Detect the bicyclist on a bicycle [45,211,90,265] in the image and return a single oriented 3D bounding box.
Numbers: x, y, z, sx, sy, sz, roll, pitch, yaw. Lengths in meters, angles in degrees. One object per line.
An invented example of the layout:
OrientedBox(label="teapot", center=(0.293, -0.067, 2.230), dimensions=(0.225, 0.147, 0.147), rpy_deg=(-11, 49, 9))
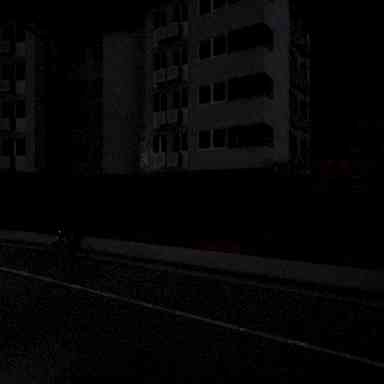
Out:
OrientedBox(label="bicyclist on a bicycle", center=(-3.879, 1.407, 10.467), dimensions=(0.582, 1.620, 1.656), rpy_deg=(0, 0, 33))
